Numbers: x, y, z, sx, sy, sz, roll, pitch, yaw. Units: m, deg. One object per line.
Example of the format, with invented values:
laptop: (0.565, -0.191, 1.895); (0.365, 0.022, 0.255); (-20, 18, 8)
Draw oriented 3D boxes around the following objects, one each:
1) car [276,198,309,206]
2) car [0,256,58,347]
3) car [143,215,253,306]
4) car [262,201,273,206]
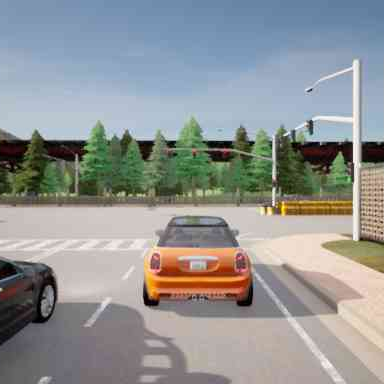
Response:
car: (11.957, 1.578, 36.710); (4.718, 1.301, 1.895); (0, 0, -3)
car: (-3.399, 1.502, 4.285); (1.837, 1.490, 4.892); (0, 0, 0)
car: (0.128, 1.347, 8.161); (2.097, 1.767, 4.553); (0, 0, 0)
car: (11.633, 1.498, 43.739); (4.674, 1.442, 1.812); (0, 0, -2)
